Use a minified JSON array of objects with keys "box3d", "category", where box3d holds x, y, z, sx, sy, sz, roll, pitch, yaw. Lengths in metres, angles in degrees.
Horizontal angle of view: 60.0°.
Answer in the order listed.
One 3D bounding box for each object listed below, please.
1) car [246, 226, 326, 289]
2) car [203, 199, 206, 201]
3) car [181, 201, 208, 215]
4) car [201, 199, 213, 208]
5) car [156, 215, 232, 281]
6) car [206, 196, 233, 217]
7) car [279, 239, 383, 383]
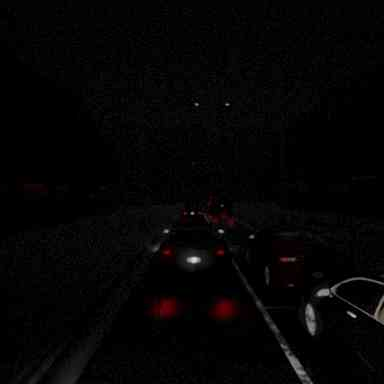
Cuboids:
[{"box3d":[2.616,1.597,9.198,1.887,1.381,4.507,-1,0,0],"category":"car"},{"box3d":[2.927,1.495,41.711,2.150,2.045,5.566,0,0,0],"category":"car"},{"box3d":[0.049,1.718,28.097,2.033,1.411,5.357,0,0,0],"category":"car"},{"box3d":[2.549,1.936,57.855,1.887,1.381,4.507,-1,0,0],"category":"car"},{"box3d":[0.056,1.622,10.054,1.994,1.385,4.181,0,0,0],"category":"car"},{"box3d":[2.936,1.444,34.710,2.150,2.045,5.566,0,0,0],"category":"car"},{"box3d":[2.623,1.572,3.791,2.008,1.369,4.403,-1,0,0],"category":"car"}]
